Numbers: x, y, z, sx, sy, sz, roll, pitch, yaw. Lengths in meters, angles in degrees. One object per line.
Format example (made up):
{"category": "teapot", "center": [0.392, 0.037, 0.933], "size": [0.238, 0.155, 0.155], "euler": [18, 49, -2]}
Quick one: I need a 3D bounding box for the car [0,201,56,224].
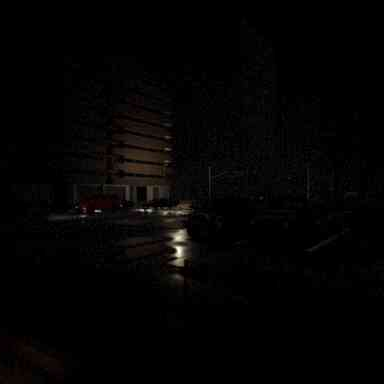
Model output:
{"category": "car", "center": [-13.195, 1.601, 25.262], "size": [1.895, 1.301, 4.718], "euler": [0, 0, 34]}

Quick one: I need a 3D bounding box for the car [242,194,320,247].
{"category": "car", "center": [3.950, 1.156, 14.313], "size": [1.905, 1.878, 3.866], "euler": [0, 0, 34]}

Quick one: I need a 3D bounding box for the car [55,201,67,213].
{"category": "car", "center": [-15.267, 1.601, 35.092], "size": [1.895, 1.301, 4.718], "euler": [0, 0, 34]}

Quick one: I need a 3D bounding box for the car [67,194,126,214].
{"category": "car", "center": [-10.244, 1.221, 36.285], "size": [2.150, 2.045, 5.566], "euler": [0, 0, 34]}

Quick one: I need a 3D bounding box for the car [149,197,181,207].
{"category": "car", "center": [-4.045, 1.547, 51.702], "size": [2.033, 1.411, 5.357], "euler": [0, 0, 35]}

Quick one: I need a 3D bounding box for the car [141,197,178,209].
{"category": "car", "center": [-4.428, 1.547, 44.917], "size": [2.033, 1.411, 5.357], "euler": [0, 0, 34]}

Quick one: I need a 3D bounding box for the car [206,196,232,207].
{"category": "car", "center": [4.234, 1.478, 51.191], "size": [1.882, 1.535, 5.008], "euler": [0, 0, 34]}

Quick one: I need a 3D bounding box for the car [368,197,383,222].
{"category": "car", "center": [15.988, 1.395, 27.256], "size": [1.970, 1.475, 3.806], "euler": [0, 0, 34]}

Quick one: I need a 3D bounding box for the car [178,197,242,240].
{"category": "car", "center": [1.585, 1.153, 15.981], "size": [1.932, 1.855, 4.605], "euler": [0, 0, 34]}

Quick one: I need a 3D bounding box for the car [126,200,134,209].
{"category": "car", "center": [-9.885, 1.547, 43.091], "size": [2.033, 1.411, 5.357], "euler": [0, 0, 34]}

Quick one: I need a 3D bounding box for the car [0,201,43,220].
{"category": "car", "center": [-15.356, 1.564, 28.689], "size": [1.994, 1.385, 4.181], "euler": [0, 0, 34]}

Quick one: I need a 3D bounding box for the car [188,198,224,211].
{"category": "car", "center": [1.854, 1.547, 41.380], "size": [2.033, 1.411, 5.357], "euler": [0, 0, 34]}
